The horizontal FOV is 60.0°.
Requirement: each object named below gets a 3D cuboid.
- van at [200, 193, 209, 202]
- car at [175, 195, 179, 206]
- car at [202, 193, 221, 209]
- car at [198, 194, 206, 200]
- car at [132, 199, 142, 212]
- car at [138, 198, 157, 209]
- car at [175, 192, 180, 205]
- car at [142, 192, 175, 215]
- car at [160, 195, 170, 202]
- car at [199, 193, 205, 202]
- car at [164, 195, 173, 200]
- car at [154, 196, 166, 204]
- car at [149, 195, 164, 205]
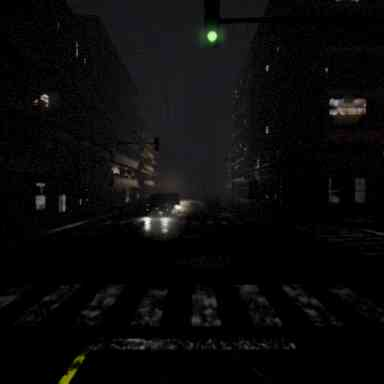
[{"bbox_3d":[2.690,1.147,70.626,1.690,1.788,3.998,-1,0,0],"label":"van"},{"bbox_3d":[-3.090,1.421,42.558,2.033,1.411,5.357,0,0,0],"label":"car"},{"bbox_3d":[2.687,1.313,42.987,1.967,1.590,4.097,-1,0,0],"label":"car"},{"bbox_3d":[2.694,1.316,87.211,1.887,1.381,4.507,-1,0,0],"label":"car"},{"bbox_3d":[-5.692,1.437,37.466,2.008,1.369,4.403,0,0,0],"label":"car"},{"bbox_3d":[-5.692,1.438,42.994,1.947,1.339,4.313,0,0,0],"label":"car"},{"bbox_3d":[-3.058,1.068,53.272,2.150,2.045,5.566,0,0,0],"label":"car"},{"bbox_3d":[-3.096,1.122,32.252,2.150,2.045,5.566,0,0,0],"label":"car"},{"bbox_3d":[-5.688,1.331,70.463,1.752,1.417,4.829,-1,0,0],"label":"car"},{"bbox_3d":[2.691,1.382,59.571,2.008,1.369,4.403,-1,0,0],"label":"car"},{"bbox_3d":[-5.686,1.364,81.690,1.802,1.307,4.206,-1,0,0],"label":"car"},{"bbox_3d":[-5.690,1.413,59.578,1.802,1.307,4.206,-1,0,0],"label":"car"},{"bbox_3d":[-5.692,1.284,54.049,1.967,1.590,4.097,-1,0,0],"label":"car"}]
